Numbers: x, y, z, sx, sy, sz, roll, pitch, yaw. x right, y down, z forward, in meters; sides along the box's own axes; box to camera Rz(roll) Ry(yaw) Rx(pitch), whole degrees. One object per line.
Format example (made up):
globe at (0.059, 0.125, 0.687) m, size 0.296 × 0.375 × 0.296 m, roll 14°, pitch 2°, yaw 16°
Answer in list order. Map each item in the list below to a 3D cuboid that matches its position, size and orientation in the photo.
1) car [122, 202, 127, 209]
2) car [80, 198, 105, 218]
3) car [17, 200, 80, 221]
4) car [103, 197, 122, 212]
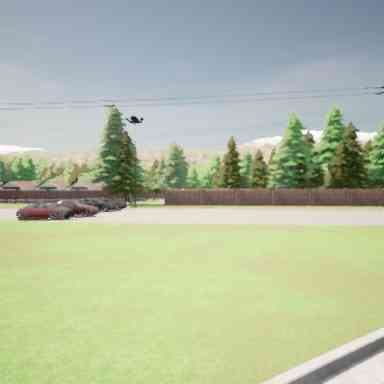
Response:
car at (-10.250, 1.440, 40.054) m, size 4.892 × 1.490 × 1.837 m, roll 0°, pitch 0°, yaw 7°
car at (-10.550, 1.481, 29.520) m, size 4.674 × 1.442 × 1.812 m, roll 0°, pitch 0°, yaw 7°
car at (-11.443, 1.526, 26.095) m, size 4.181 × 1.385 × 1.994 m, roll 0°, pitch 0°, yaw 7°
car at (-10.685, 1.447, 36.581) m, size 4.892 × 1.490 × 1.837 m, roll 0°, pitch 0°, yaw 7°
